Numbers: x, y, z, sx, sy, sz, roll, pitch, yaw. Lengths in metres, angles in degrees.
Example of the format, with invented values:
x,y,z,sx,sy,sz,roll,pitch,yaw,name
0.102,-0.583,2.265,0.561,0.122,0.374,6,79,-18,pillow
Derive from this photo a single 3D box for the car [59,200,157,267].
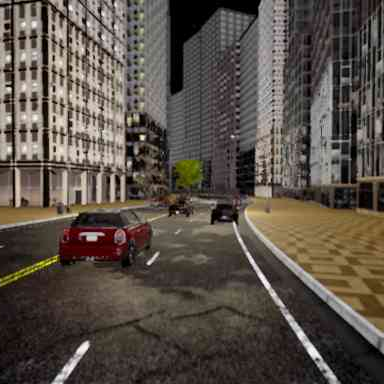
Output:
x,y,z,sx,sy,sz,roll,pitch,yaw,name
-2.720,1.330,11.525,2.097,1.767,4.553,0,0,3,car

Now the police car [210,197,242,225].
x,y,z,sx,sy,sz,roll,pitch,yaw,name
2.352,1.399,23.776,1.930,1.638,5.238,0,0,6,police car

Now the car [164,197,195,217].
x,y,z,sx,sy,sz,roll,pitch,yaw,name
-0.908,1.456,30.419,1.837,1.490,4.892,0,0,8,car

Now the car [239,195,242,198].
x,y,z,sx,sy,sz,roll,pitch,yaw,name
4.569,1.437,39.110,1.882,1.535,5.008,0,0,10,car

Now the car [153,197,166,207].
x,y,z,sx,sy,sz,roll,pitch,yaw,name
-4.586,1.419,48.254,1.812,1.442,4.674,0,0,12,car

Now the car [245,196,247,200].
x,y,z,sx,sy,sz,roll,pitch,yaw,name
12.095,1.264,80.179,1.812,1.442,4.674,0,0,8,car

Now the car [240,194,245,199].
x,y,z,sx,sy,sz,roll,pitch,yaw,name
7.546,1.414,57.337,1.882,1.535,5.008,0,0,13,car
